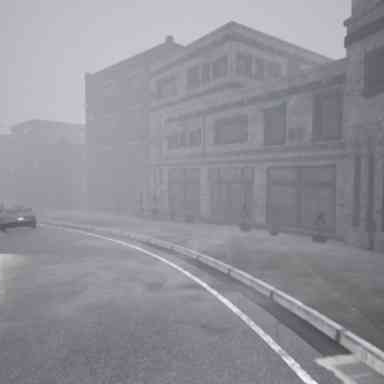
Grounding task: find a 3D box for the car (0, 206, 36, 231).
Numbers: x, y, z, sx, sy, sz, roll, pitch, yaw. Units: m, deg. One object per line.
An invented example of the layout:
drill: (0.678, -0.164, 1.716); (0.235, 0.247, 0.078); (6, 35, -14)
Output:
car: (-11.310, 1.544, 20.688); (1.994, 1.385, 4.181); (-3, 2, -44)
